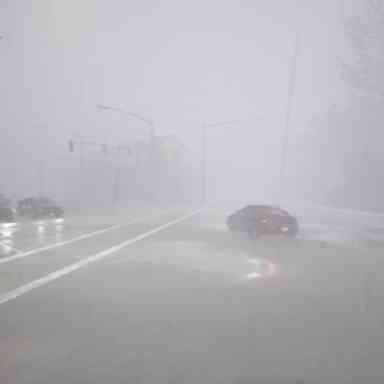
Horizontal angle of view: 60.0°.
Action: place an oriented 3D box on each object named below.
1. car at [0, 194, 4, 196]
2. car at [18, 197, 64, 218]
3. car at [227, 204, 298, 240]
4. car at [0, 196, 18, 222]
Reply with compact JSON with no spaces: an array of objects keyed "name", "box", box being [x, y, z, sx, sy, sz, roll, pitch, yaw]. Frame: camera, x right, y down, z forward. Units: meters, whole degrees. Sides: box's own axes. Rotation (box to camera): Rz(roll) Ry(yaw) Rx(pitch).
[{"name":"car","box":[-19.816,0.841,33.568,1.895,1.301,4.718,-1,2,-43]},{"name":"car","box":[-11.407,1.076,24.679,2.033,1.411,5.357,-1,2,-43]},{"name":"car","box":[3.153,1.271,15.432,1.812,1.442,4.674,0,1,-13]},{"name":"car","box":[-12.939,1.154,21.186,1.994,1.385,4.181,-1,2,-43]}]
